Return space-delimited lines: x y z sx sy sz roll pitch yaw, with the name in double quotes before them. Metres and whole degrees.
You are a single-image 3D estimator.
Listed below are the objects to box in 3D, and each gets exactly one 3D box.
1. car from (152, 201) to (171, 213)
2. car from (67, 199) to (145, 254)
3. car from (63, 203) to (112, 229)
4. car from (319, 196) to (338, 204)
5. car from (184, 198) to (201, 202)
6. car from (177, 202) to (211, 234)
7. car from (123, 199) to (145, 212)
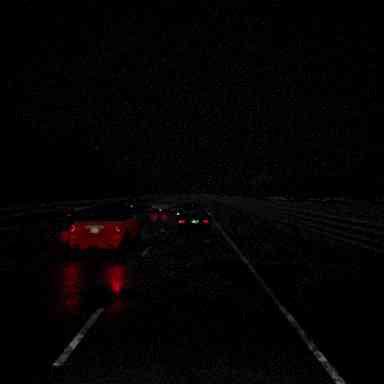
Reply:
"car" -3.392 1.637 38.058 1.895 1.301 4.718 1 0 0
"car" -3.401 1.361 13.730 2.097 1.767 4.553 0 0 0
"car" -6.900 1.544 22.445 1.812 1.442 4.674 0 0 0
"car" 31.171 1.782 75.638 2.033 1.649 4.856 0 0 -29
"car" 0.101 1.526 40.975 1.882 1.535 5.008 0 0 0
"car" 0.101 1.562 19.436 2.033 1.411 5.357 0 0 0
"car" -6.905 1.579 40.031 1.994 1.385 4.181 0 0 0
